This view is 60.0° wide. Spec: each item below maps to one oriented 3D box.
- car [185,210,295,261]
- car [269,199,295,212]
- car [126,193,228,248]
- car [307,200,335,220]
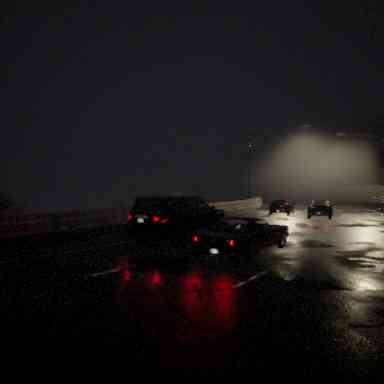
[{"bbox_3d":[1.977,1.554,12.234,1.895,1.301,4.718,0,0,35],"label":"car"},{"bbox_3d":[8.517,1.398,31.347,1.837,1.490,4.892,0,0,24],"label":"car"},{"bbox_3d":[-0.428,1.158,14.905,2.150,2.045,5.566,0,1,35],"label":"car"},{"bbox_3d":[10.803,1.407,27.863,2.128,1.511,4.902,0,0,24],"label":"car"}]
